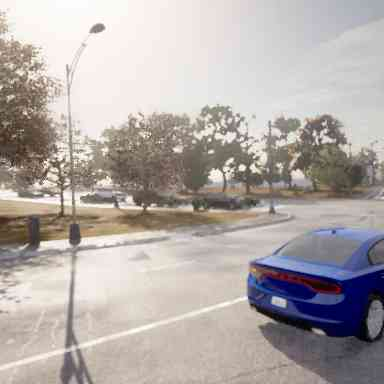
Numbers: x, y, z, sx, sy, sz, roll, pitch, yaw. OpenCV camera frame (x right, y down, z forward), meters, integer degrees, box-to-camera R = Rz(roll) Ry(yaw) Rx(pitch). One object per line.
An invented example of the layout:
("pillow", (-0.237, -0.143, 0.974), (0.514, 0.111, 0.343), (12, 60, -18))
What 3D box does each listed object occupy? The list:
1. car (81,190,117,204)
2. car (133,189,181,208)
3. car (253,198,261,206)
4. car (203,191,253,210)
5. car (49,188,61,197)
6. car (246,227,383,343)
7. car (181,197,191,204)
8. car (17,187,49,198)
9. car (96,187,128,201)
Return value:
("car", (-12.727, 0.838, 44.640), (4.718, 1.301, 1.895), (2, 4, 35))
("car", (-4.465, 0.654, 38.939), (5.566, 2.045, 2.150), (1, 3, 35))
("car", (5.152, 0.919, 36.596), (4.718, 1.301, 1.895), (0, 2, 34))
("car", (3.321, 0.817, 33.590), (4.553, 1.767, 2.097), (0, 2, 34))
("car", (-24.221, -0.065, 56.863), (5.008, 1.535, 1.882), (2, 4, 34))
("car", (3.212, 1.436, 6.511), (5.008, 1.535, 1.882), (-1, 1, -39))
("car", (-2.344, 0.889, 41.742), (4.718, 1.301, 1.895), (1, 3, 34))
("car", (-26.191, 0.239, 53.982), (5.357, 1.411, 2.033), (2, 4, 34))
("car", (-11.763, 0.274, 48.201), (5.566, 2.045, 2.150), (2, 4, 35))
